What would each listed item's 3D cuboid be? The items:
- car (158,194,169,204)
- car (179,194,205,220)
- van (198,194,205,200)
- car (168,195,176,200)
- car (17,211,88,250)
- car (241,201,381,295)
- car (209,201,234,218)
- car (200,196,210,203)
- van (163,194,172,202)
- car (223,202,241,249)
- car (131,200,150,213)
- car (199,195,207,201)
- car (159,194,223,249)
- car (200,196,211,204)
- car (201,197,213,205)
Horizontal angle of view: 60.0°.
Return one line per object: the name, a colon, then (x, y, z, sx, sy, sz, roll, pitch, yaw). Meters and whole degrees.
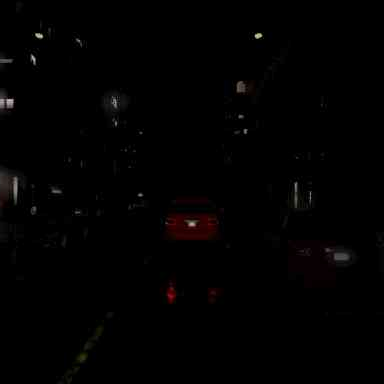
car: (-5.678, 1.588, 65.600, 1.947, 1.339, 4.313, 1, 0, 0)
car: (0.000, 1.266, 29.685, 2.150, 2.045, 5.566, 0, 0, 0)
van: (2.707, 1.376, 94.145, 1.690, 1.788, 3.998, 1, 0, 0)
car: (-5.677, 1.586, 94.082, 2.008, 1.369, 4.403, 1, 0, 0)
car: (-5.799, 1.552, 14.335, 2.008, 1.369, 4.403, 1, 0, 0)
car: (2.837, 1.314, 8.699, 2.192, 1.841, 5.009, 1, 0, 0)
car: (2.703, 1.573, 31.484, 1.947, 1.339, 4.313, 1, 0, 0)
car: (2.703, 1.591, 71.359, 1.947, 1.339, 4.313, 1, 0, 0)
van: (-5.673, 1.368, 76.993, 1.690, 1.788, 3.998, 1, 0, 0)
car: (2.829, 1.316, 14.400, 2.192, 1.841, 5.009, 1, 0, 0)
car: (-5.677, 1.535, 36.949, 1.752, 1.417, 4.829, 1, 0, 0)
car: (2.703, 1.581, 82.752, 2.008, 1.369, 4.403, 1, 0, 0)
car: (0.000, 1.260, 14.683, 2.150, 2.045, 5.566, 0, 0, 0)
car: (2.703, 1.588, 65.663, 1.947, 1.339, 4.313, 1, 0, 0)
car: (2.704, 1.564, 59.966, 1.887, 1.381, 4.507, 1, 0, 0)
